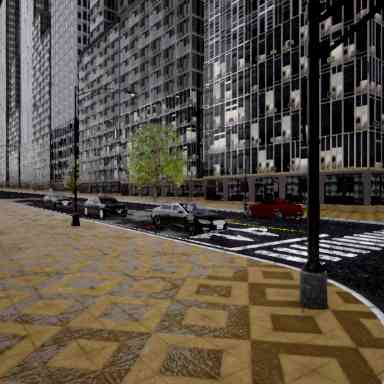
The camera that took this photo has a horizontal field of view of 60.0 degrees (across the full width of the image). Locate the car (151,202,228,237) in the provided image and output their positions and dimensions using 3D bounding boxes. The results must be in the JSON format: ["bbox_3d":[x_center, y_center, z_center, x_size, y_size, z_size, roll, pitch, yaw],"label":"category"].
[{"bbox_3d":[-0.254,1.257,16.790,2.128,1.511,4.902,0,1,-38],"label":"car"}]

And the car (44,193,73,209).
[{"bbox_3d":[-13.652,0.858,33.859,2.128,1.511,4.902,0,1,-38],"label":"car"}]

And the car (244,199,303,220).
[{"bbox_3d":[6.015,1.234,24.910,1.812,1.442,4.674,0,1,-38],"label":"car"}]

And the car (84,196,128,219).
[{"bbox_3d":[-6.467,1.086,24.688,1.837,1.490,4.892,0,1,-38],"label":"car"}]
